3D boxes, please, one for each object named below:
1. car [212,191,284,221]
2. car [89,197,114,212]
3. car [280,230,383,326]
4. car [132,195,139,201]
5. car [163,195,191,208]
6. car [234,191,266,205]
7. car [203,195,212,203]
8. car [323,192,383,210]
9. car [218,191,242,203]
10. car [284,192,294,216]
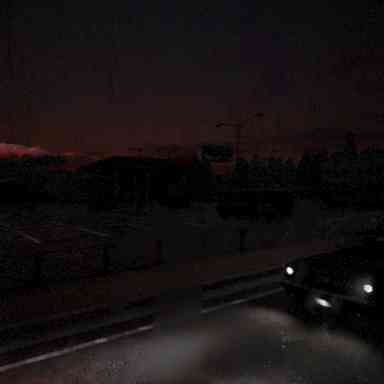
[{"bbox_3d":[3.870,0.986,23.759,1.932,1.855,4.605,-1,0,-36],"label":"car"},{"bbox_3d":[-9.996,1.353,36.595,1.845,1.501,3.633,-1,0,-36],"label":"car"},{"bbox_3d":[3.989,1.528,6.927,4.718,1.301,1.895,-1,0,-36],"label":"car"},{"bbox_3d":[-13.072,1.395,85.296,4.611,1.667,2.242,-1,0,-36],"label":"car"},{"bbox_3d":[-1.909,1.203,42.463,2.007,1.523,4.514,-1,0,-36],"label":"car"},{"bbox_3d":[8.559,0.839,49.246,1.932,1.855,4.605,-1,0,-36],"label":"car"},{"bbox_3d":[3.523,1.148,56.067,1.970,1.475,3.806,-1,0,-36],"label":"car"},{"bbox_3d":[16.294,0.843,33.365,2.152,1.636,5.027,-1,0,-36],"label":"car"},{"bbox_3d":[6.563,0.818,57.536,1.905,1.878,3.866,-1,0,-36],"label":"car"},{"bbox_3d":[5.970,0.930,25.808,1.905,1.878,3.866,-1,0,-36],"label":"car"}]
